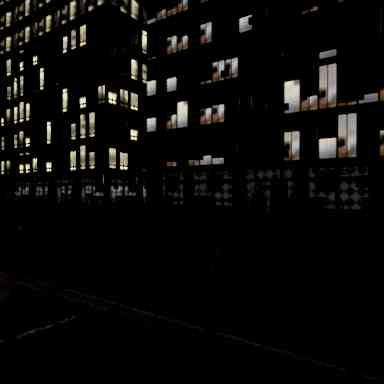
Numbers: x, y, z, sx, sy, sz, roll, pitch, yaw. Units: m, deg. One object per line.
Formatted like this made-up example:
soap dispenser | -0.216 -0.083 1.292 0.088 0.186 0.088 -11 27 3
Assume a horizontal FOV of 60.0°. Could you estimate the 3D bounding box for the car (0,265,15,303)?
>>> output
car | -5.491 1.525 6.799 4.829 1.417 1.752 0 0 36
